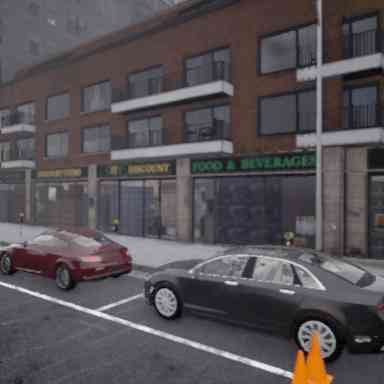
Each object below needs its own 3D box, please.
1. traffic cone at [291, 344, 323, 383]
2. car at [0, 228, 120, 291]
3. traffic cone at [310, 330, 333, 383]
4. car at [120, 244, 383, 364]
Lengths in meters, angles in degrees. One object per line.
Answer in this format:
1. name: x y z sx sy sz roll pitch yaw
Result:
1. traffic cone: 1.151 1.986 3.539 0.340 0.580 0.340 0 0 35
2. car: -3.449 1.619 8.937 4.206 1.307 1.802 0 0 35
3. traffic cone: 1.500 1.991 4.061 0.340 0.580 0.340 0 0 35
4. car: 1.084 1.594 5.788 4.403 1.369 2.008 0 0 35
